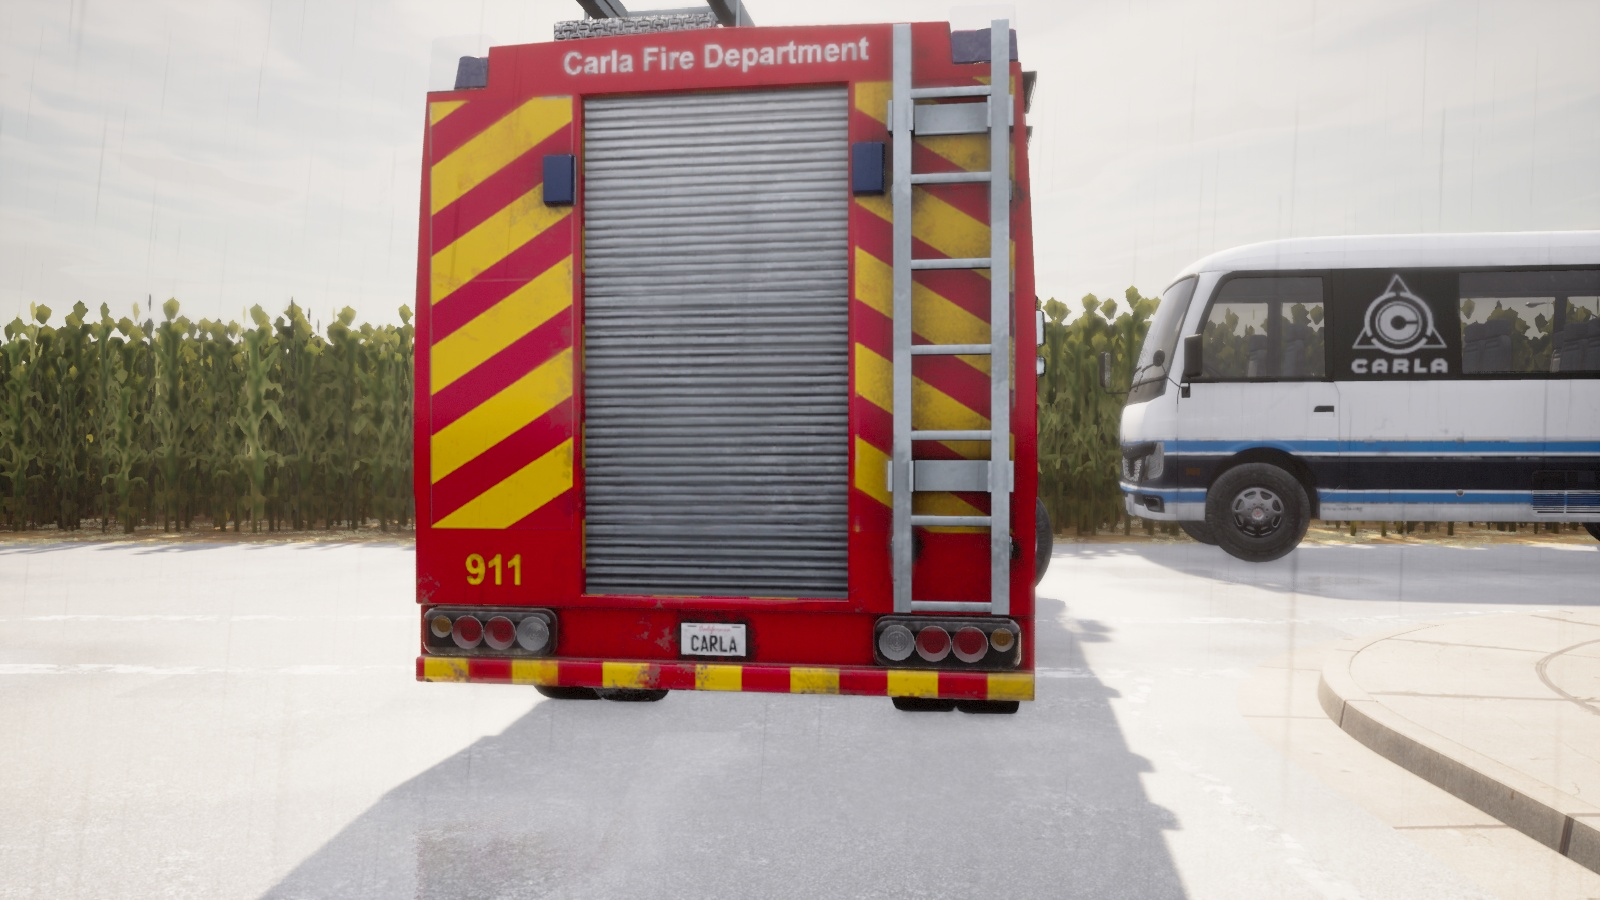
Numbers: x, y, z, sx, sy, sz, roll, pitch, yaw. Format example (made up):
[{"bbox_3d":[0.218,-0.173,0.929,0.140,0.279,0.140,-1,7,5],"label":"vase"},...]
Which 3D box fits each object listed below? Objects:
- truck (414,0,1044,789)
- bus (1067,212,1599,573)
[{"bbox_3d":[0.310,-0.466,9.815,2.891,3.827,8.468,0,0,9],"label":"truck"},{"bbox_3d":[8.975,-0.691,16.848,10.273,4.253,3.944,0,0,8],"label":"bus"}]
